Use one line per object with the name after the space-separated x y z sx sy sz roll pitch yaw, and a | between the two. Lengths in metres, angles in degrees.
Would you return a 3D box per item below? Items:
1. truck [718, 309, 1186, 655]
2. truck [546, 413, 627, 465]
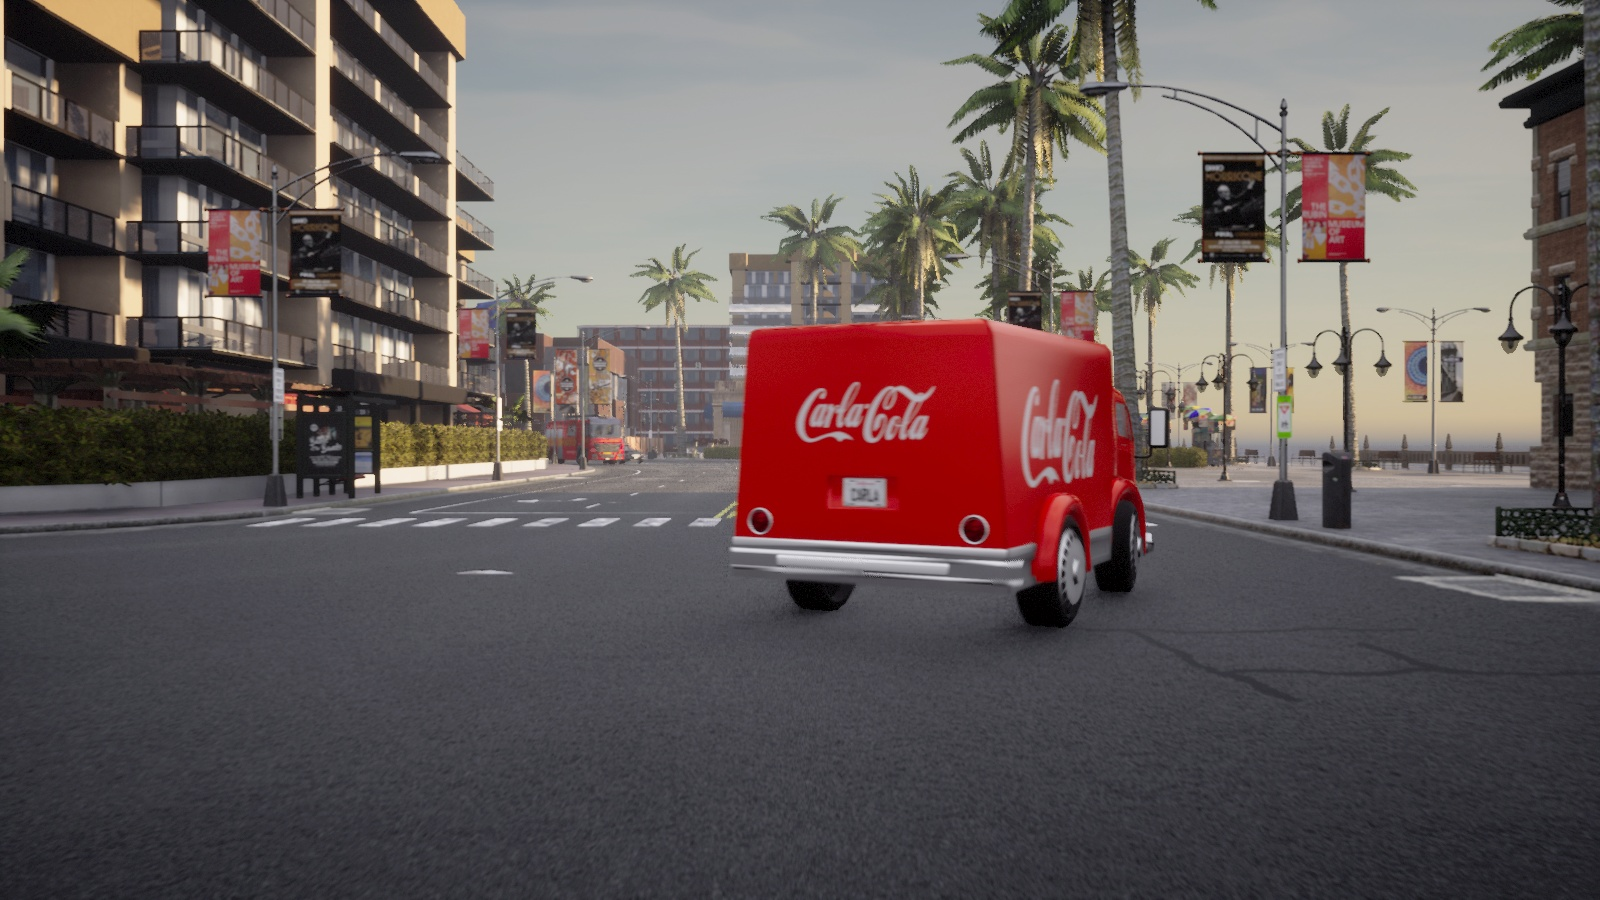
1.742 0.213 11.873 2.627 2.467 5.204 1 0 29 | truck
-16.397 -0.824 95.996 2.891 3.827 8.468 0 0 -34 | truck
